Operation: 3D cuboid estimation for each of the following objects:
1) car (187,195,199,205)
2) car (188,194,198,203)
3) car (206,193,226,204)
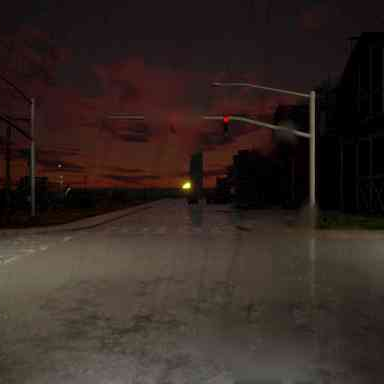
[{"bbox_3d":[0.194,1.496,57.563,2.033,1.411,5.357,0,-1,1],"label":"car"},{"bbox_3d":[0.179,1.352,67.303,2.097,1.767,4.553,0,0,0],"label":"car"},{"bbox_3d":[4.321,1.144,59.865,1.905,1.878,3.866,-8,3,-42],"label":"car"}]
